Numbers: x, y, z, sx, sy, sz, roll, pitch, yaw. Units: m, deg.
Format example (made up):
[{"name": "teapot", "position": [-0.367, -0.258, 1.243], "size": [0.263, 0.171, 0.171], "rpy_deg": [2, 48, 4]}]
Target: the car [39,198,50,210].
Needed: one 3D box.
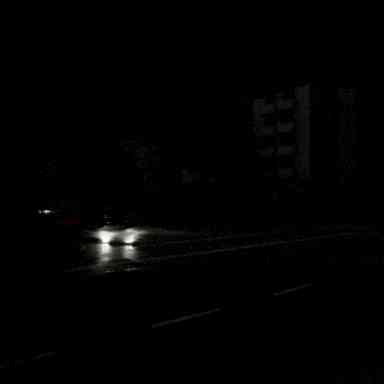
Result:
[{"name": "car", "position": [-19.268, 1.519, 42.077], "size": [2.033, 1.411, 5.357], "rpy_deg": [0, 0, -31]}]

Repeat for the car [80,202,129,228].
[{"name": "car", "position": [-5.957, 1.449, 22.402], "size": [1.882, 1.535, 5.008], "rpy_deg": [0, 0, -36]}]
